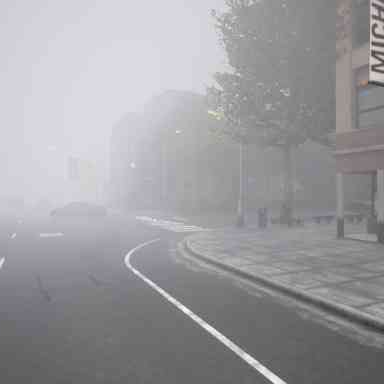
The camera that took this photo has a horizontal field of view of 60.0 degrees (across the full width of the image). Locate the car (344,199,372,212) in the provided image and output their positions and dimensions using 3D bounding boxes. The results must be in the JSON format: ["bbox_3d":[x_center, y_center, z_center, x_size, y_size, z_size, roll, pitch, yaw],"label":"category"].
[{"bbox_3d":[19.360,1.547,37.960,5.357,1.411,2.033,0,0,-25],"label":"car"}]

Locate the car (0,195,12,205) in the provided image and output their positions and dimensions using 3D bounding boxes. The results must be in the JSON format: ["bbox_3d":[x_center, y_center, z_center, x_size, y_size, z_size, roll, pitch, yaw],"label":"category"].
[{"bbox_3d":[-34.564,1.354,59.806,2.097,1.767,4.553,0,0,-4],"label":"car"}]

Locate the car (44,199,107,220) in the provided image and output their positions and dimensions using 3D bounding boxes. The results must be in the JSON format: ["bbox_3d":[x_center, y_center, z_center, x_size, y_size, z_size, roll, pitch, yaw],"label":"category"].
[{"bbox_3d":[-9.306,1.525,27.356,4.674,1.442,1.812,0,1,14],"label":"car"}]

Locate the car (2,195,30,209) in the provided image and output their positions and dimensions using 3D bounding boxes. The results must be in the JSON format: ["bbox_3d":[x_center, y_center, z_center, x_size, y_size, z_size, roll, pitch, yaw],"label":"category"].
[{"bbox_3d":[-24.692,1.491,46.785,2.128,1.511,4.902,0,0,-20],"label":"car"}]

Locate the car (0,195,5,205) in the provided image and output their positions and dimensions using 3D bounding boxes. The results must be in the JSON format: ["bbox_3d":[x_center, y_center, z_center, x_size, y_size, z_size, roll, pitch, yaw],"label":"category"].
[{"bbox_3d":[-30.086,1.599,52.498,1.895,1.301,4.718,0,0,-10],"label":"car"}]

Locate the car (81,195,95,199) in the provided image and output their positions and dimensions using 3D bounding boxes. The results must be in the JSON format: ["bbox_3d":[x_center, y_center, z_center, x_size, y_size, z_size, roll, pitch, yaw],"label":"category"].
[{"bbox_3d":[-24.375,1.524,79.043,1.812,1.442,4.674,0,0,25],"label":"car"}]

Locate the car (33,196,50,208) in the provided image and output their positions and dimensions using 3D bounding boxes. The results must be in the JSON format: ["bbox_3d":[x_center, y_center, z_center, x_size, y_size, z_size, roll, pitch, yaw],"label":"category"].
[{"bbox_3d":[-21.949,1.525,49.574,1.812,1.442,4.674,0,0,-18],"label":"car"}]

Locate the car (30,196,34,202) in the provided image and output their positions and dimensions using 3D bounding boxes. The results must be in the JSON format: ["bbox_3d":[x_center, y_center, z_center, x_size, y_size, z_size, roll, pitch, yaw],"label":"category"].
[{"bbox_3d":[-30.781,1.590,68.131,1.895,1.301,4.718,0,0,5],"label":"car"}]
